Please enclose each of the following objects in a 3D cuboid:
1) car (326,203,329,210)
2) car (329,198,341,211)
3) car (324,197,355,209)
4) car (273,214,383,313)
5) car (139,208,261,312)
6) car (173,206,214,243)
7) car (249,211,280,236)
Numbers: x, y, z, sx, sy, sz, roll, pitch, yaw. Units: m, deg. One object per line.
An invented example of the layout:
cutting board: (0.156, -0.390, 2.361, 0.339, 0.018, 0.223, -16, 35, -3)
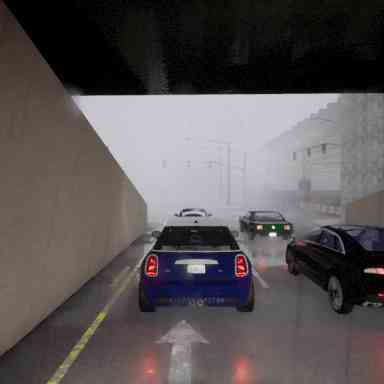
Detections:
car: (17.504, 1.453, 39.339, 2.038, 1.542, 4.974, 0, 0, 45)
car: (17.403, 1.453, 34.732, 2.038, 1.542, 4.974, 0, 0, -35)
car: (17.540, 1.295, 39.376, 1.853, 1.218, 4.536, 0, 0, 45)
car: (3.581, 1.492, 7.623, 2.128, 1.511, 4.902, 0, 0, 0)
car: (0.081, 1.352, 7.888, 2.097, 1.767, 4.553, 0, 0, 0)
car: (0.063, 1.526, 16.940, 1.812, 1.442, 4.674, 0, 0, 0)
car: (3.585, 1.601, 16.949, 1.895, 1.301, 4.718, 0, 0, 0)
